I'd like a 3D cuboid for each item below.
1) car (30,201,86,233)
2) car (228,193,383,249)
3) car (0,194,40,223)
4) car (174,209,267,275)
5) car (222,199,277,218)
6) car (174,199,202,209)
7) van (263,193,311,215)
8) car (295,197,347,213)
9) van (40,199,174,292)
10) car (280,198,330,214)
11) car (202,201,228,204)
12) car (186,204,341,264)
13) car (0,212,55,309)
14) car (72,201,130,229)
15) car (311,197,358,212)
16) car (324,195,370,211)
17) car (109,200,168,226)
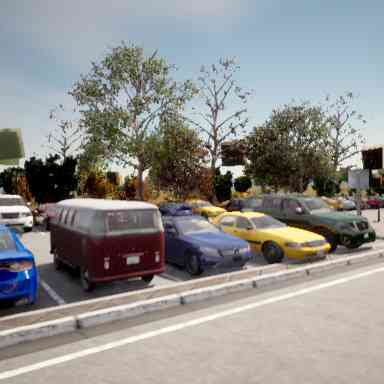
[{"bbox_3d":[-8.459,1.427,20.634,2.097,1.535,5.008,0,0,-36],"label":"car"},{"bbox_3d":[4.392,1.164,13.705,2.435,2.045,5.566,0,0,-36],"label":"car"},{"bbox_3d":[-10.698,1.182,18.991,2.435,2.045,5.566,0,0,-36],"label":"car"},{"bbox_3d":[-0.185,1.469,10.468,2.002,1.452,4.674,0,0,-36],"label":"car"},{"bbox_3d":[5.106,1.418,30.296,2.163,1.488,4.792,0,0,-36],"label":"car"},{"bbox_3d":[-1.701,1.437,25.498,2.163,1.488,4.792,0,0,-36],"label":"car"},{"bbox_3d":[9.535,1.149,33.643,1.878,1.987,4.442,0,0,-36],"label":"van"},{"bbox_3d":[14.122,1.363,36.775,2.097,1.535,5.008,0,0,-36],"label":"car"},{"bbox_3d":[-2.532,1.210,8.930,1.878,1.987,4.442,0,0,-36],"label":"van"},{"bbox_3d":[11.862,1.409,35.160,2.002,1.452,4.674,0,0,-36],"label":"car"},{"bbox_3d":[0.681,1.398,26.938,1.946,1.575,5.366,0,0,-36],"label":"car"},{"bbox_3d":[2.204,1.419,11.946,1.946,1.575,5.366,0,0,-36],"label":"car"},{"bbox_3d":[-4.741,1.442,7.200,2.097,1.535,5.008,0,0,-36],"label":"car"},{"bbox_3d":[-6.202,1.420,22.249,2.097,1.535,5.008,0,0,-36],"label":"car"},{"bbox_3d":[16.377,1.397,38.392,2.002,1.452,4.674,0,0,-36],"label":"car"},{"bbox_3d":[18.615,1.226,40.034,2.185,1.767,4.553,0,0,-36],"label":"car"},{"bbox_3d":[-3.945,1.415,23.865,2.231,1.521,4.892,0,0,-36],"label":"car"}]
